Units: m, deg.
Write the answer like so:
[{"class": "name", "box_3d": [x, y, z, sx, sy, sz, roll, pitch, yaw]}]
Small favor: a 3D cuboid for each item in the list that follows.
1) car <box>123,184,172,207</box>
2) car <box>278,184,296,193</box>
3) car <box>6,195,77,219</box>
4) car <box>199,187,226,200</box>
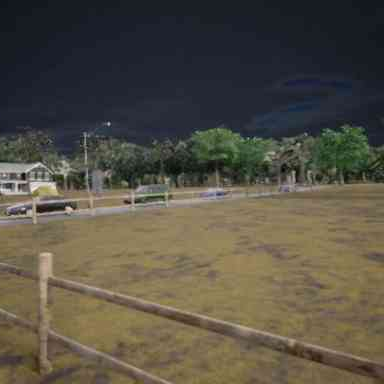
[{"class": "car", "box_3d": [-4.307, 0.316, 33.082, 2.150, 2.045, 5.566, -3, 1, 36]}, {"class": "car", "box_3d": [16.270, -0.684, 56.850, 1.994, 1.385, 4.181, -3, 1, 36]}, {"class": "car", "box_3d": [-10.749, 1.024, 24.040, 1.837, 1.490, 4.892, -3, 1, 36]}, {"class": "car", "box_3d": [2.729, 0.149, 42.895, 1.812, 1.442, 4.674, -3, 1, 35]}]
